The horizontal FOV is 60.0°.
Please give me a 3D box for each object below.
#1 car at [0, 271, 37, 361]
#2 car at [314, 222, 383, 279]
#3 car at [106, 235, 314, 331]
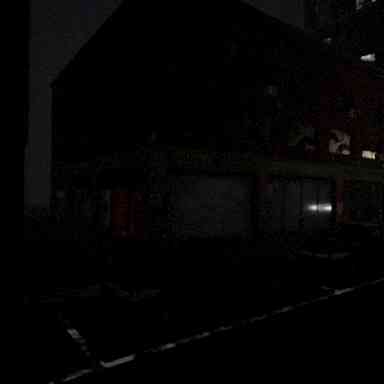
[{"bbox_3d":[-4.158,1.545,3.582,4.507,1.381,1.887,0,1,-35],"label":"car"},{"bbox_3d":[4.921,1.584,10.041,4.206,1.307,1.802,0,1,-35],"label":"car"},{"bbox_3d":[0.381,1.583,6.811,4.206,1.307,1.802,0,1,-35],"label":"car"}]
